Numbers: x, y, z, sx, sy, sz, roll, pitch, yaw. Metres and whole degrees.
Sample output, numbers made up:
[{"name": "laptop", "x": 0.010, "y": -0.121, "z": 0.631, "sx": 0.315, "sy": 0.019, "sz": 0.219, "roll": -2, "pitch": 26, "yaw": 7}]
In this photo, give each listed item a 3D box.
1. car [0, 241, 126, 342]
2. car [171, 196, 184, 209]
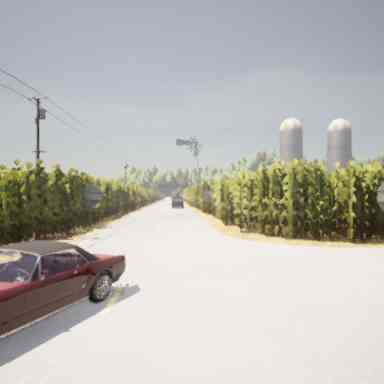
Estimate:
[{"name": "car", "x": -3.162, "y": 1.645, "z": 5.937, "sx": 1.895, "sy": 1.301, "sz": 4.718, "roll": 0, "pitch": 0, "yaw": 19}, {"name": "car", "x": -2.260, "y": 1.857, "z": 53.571, "sx": 1.882, "sy": 1.535, "sz": 5.008, "roll": 0, "pitch": 0, "yaw": -3}]
